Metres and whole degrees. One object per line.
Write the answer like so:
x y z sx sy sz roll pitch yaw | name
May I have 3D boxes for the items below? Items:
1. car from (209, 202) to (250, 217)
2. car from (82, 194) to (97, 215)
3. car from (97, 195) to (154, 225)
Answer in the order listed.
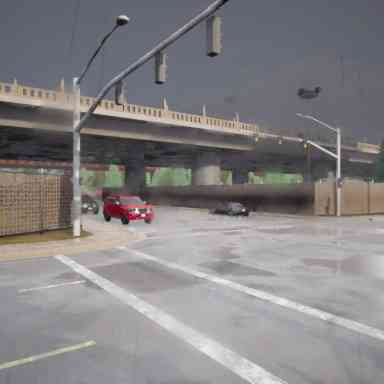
3.527 1.619 31.872 1.994 1.385 4.181 0 0 -36 | car
-11.460 1.277 34.429 2.150 2.045 5.566 0 0 -36 | car
-4.981 1.278 25.374 2.150 2.045 5.566 0 0 -36 | car
